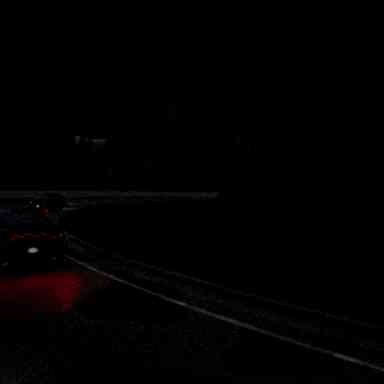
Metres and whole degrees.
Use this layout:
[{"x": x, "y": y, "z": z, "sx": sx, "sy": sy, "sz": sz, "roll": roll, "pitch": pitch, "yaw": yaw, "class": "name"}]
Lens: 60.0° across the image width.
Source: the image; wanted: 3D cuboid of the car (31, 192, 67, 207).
[{"x": -12.954, "y": 0.946, "z": 29.682, "sx": 1.812, "sy": 1.442, "sz": 4.674, "roll": 1, "pitch": 1, "yaw": -6, "class": "car"}]

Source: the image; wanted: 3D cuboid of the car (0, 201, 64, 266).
[{"x": -5.520, "y": 1.257, "z": 10.290, "sx": 1.882, "sy": 1.535, "sz": 5.008, "roll": 0, "pitch": 1, "yaw": -38, "class": "car"}]
